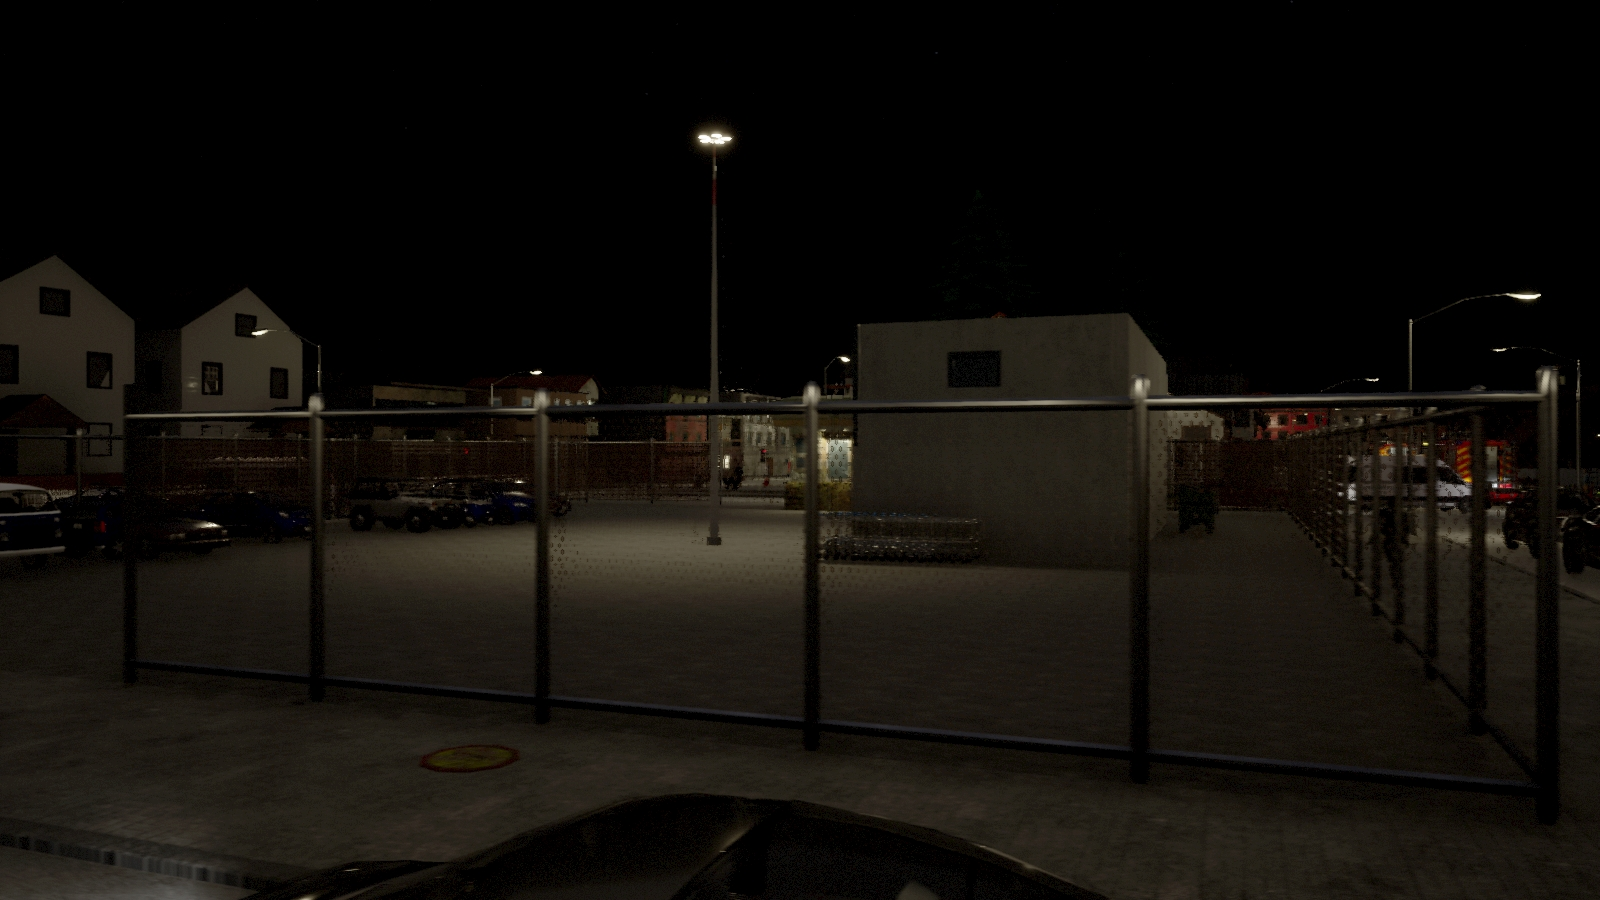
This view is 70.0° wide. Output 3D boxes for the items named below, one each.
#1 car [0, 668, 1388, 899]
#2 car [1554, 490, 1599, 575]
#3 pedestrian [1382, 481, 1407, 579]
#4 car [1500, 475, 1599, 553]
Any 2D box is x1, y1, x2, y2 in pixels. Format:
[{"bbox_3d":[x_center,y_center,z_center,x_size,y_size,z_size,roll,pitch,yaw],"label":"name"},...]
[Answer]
[{"bbox_3d":[-0.696,1.844,3.941,4.792,1.488,2.163,0,0,20],"label":"car"},{"bbox_3d":[18.059,1.777,24.461,2.152,1.651,5.027,0,0,21],"label":"car"},{"bbox_3d":[11.458,1.529,22.030,0.375,1.860,0.375,0,0,21],"label":"pedestrian"},{"bbox_3d":[20.472,1.650,30.806,1.932,1.855,4.605,0,0,21],"label":"car"}]
